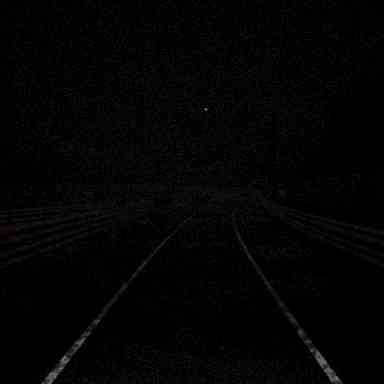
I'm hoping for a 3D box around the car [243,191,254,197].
[{"bbox_3d":[13.722,0.437,81.333,1.837,1.490,4.892,1,1,24],"label":"car"}]

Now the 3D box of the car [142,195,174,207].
[{"bbox_3d":[-4.180,1.032,41.296,2.033,1.411,5.357,0,1,24],"label":"car"}]

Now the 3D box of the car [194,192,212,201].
[{"bbox_3d":[1.869,0.736,54.843,1.994,1.385,4.181,0,1,24],"label":"car"}]

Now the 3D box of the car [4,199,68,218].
[{"bbox_3d":[-11.536,1.287,24.854,2.128,1.511,4.902,1,1,24],"label":"car"}]
